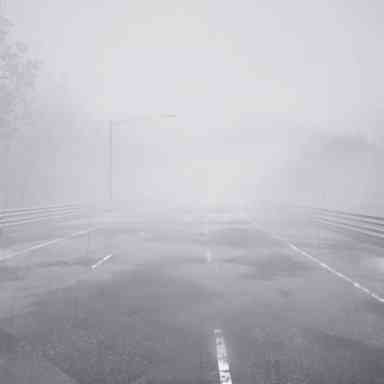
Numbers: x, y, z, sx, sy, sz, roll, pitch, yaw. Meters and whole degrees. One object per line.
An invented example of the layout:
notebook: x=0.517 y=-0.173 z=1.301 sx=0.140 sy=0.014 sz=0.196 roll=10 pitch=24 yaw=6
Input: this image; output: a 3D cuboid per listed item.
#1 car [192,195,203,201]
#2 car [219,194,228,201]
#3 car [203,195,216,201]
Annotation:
car: x=1.001 y=1.621 z=85.724 sx=2.033 sy=1.411 sz=5.357 roll=0 pitch=0 yaw=7
car: x=8.097 y=1.437 z=86.087 sx=2.097 sy=1.767 sz=4.553 roll=0 pitch=0 yaw=7
car: x=4.532 y=1.676 z=85.760 sx=1.895 sy=1.301 sz=4.718 roll=0 pitch=0 yaw=7
